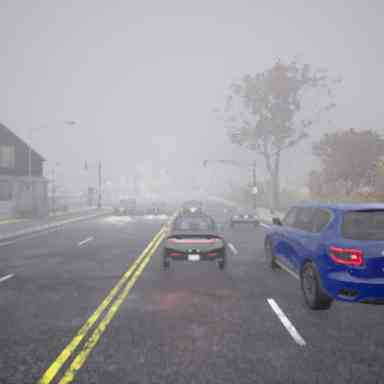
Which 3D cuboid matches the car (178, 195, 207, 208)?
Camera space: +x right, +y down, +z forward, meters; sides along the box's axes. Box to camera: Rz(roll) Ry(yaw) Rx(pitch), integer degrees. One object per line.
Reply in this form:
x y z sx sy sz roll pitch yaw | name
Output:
0.066 1.336 25.830 2.097 1.767 4.553 0 0 0 | car

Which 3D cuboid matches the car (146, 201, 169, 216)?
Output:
-3.323 1.541 32.784 1.994 1.385 4.181 0 0 0 | car

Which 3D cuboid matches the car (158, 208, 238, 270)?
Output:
0.067 1.486 11.038 2.128 1.511 4.902 0 0 0 | car

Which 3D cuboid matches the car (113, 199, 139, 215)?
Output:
-6.569 1.469 33.565 2.128 1.511 4.902 0 0 0 | car

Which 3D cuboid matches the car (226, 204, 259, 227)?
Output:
3.293 1.534 22.574 2.033 1.411 5.357 0 0 1 | car

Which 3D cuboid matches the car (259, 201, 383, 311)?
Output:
3.301 1.216 7.892 2.150 2.045 5.566 0 0 0 | car
